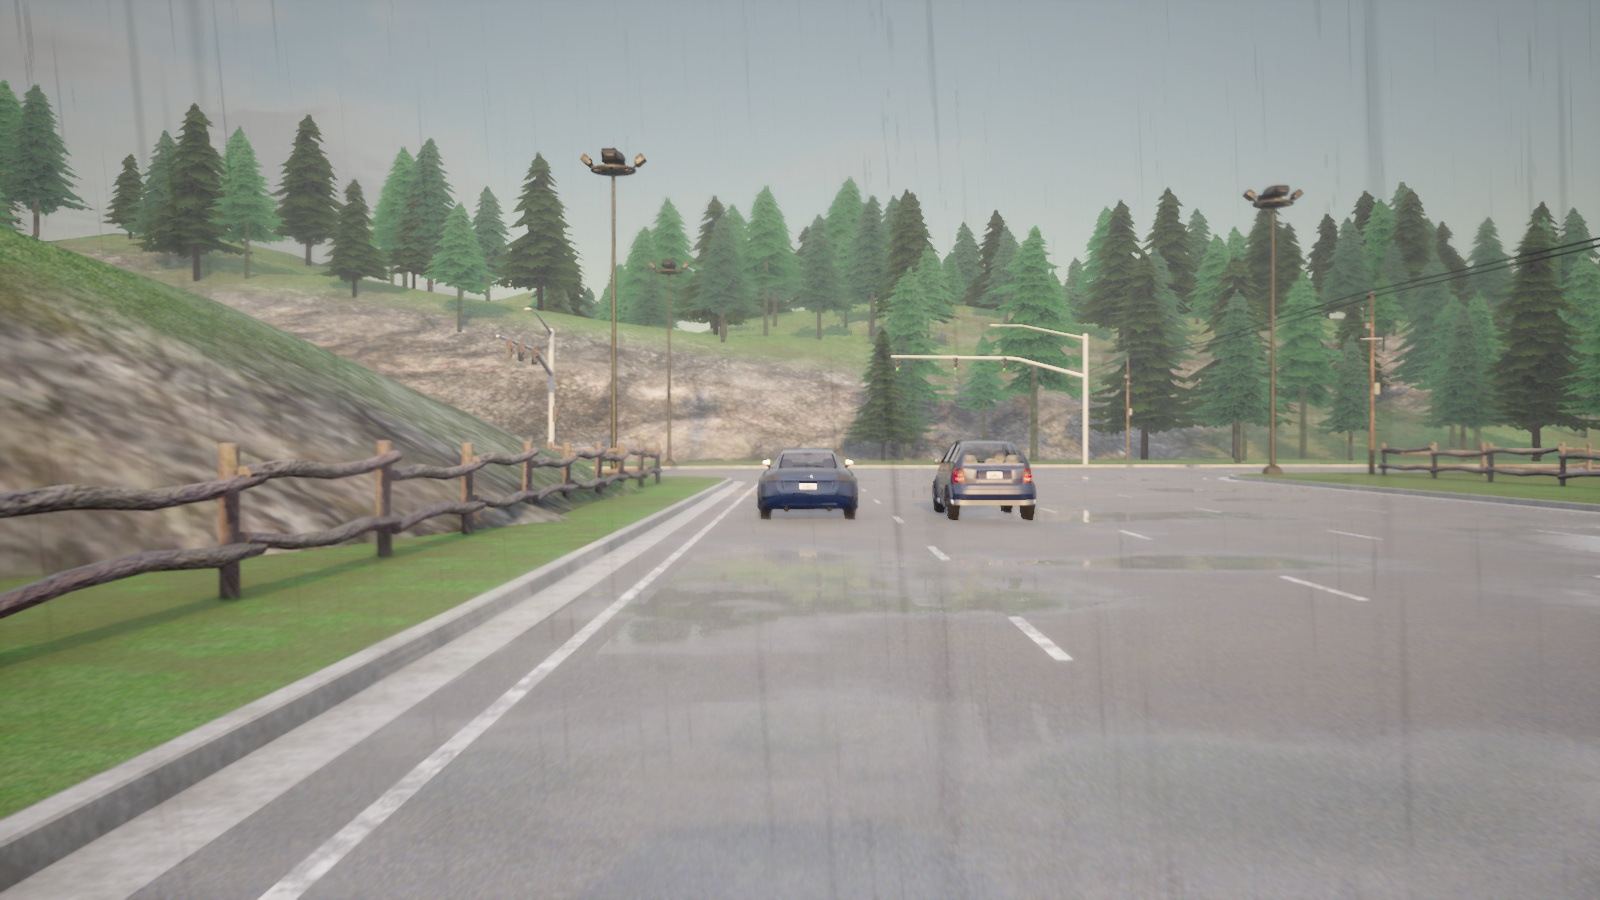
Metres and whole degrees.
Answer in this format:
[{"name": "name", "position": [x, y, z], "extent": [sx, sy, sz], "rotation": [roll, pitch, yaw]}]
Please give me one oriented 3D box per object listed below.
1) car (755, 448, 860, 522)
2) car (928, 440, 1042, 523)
[{"name": "car", "position": [0.162, 0.657, 25.948], "extent": [1.994, 1.385, 4.181], "rotation": [0, 0, 0]}, {"name": "car", "position": [3.660, 0.577, 25.438], "extent": [1.789, 1.549, 3.705], "rotation": [0, 0, 0]}]
